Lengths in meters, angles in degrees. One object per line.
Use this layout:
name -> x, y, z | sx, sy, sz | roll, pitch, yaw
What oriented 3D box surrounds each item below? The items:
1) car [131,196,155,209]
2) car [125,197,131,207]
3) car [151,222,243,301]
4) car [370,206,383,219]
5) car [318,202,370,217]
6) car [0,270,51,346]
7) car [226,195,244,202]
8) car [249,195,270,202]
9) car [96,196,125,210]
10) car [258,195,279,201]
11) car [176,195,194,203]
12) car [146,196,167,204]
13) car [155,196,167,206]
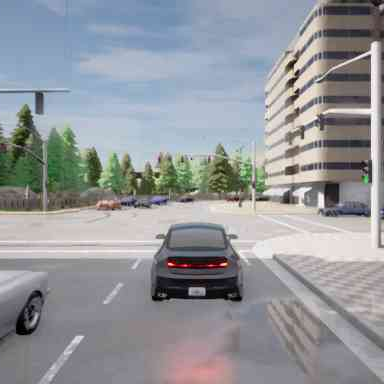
car -> -6.739, 1.559, 46.042 | 1.994, 1.385, 4.181 | 0, 0, 0
car -> -9.864, 1.473, 51.029 | 1.882, 1.535, 5.008 | 0, 0, 7
car -> 0.117, 1.504, 8.282 | 1.837, 1.490, 4.892 | 0, 0, 1
car -> 17.703, 1.578, 27.439 | 4.674, 1.442, 1.812 | 0, 0, 0
car -> 14.607, 1.600, 30.949 | 5.357, 1.411, 2.033 | 0, 0, 0
car -> -3.426, 1.600, 3.762 | 1.895, 1.301, 4.718 | 0, 0, 0
car -> 9.726, 1.471, 74.998 | 5.008, 1.535, 1.882 | 0, 0, -41
car -> 15.199, 1.588, 74.726 | 4.718, 1.301, 1.895 | 0, 0, -33
car -> -10.396, 1.348, 41.818 | 2.097, 1.767, 4.553 | 0, 0, 2
car -> 18.524, 1.492, 80.512 | 4.892, 1.490, 1.837 | 0, 0, -22
car -> -1.346, 1.471, 66.996 | 1.882, 1.535, 5.008 | 0, 0, 30
car -> -6.741, 1.498, 63.758 | 1.837, 1.490, 4.892 | 0, 0, 23
car -> -5.630, 1.472, 55.848 | 1.882, 1.535, 5.008 | 0, 0, 14
